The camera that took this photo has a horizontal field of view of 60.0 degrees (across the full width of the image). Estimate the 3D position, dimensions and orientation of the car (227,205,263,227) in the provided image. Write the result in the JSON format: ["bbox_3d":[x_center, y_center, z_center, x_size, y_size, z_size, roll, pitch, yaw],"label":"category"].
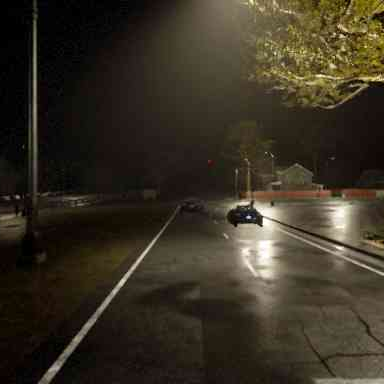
[{"bbox_3d":[3.608,1.568,23.101,1.994,1.385,4.181,0,0,0],"label":"car"}]

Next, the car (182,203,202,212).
[{"bbox_3d":[0.007,1.105,27.575,2.163,1.488,4.792,0,0,0],"label":"car"}]
